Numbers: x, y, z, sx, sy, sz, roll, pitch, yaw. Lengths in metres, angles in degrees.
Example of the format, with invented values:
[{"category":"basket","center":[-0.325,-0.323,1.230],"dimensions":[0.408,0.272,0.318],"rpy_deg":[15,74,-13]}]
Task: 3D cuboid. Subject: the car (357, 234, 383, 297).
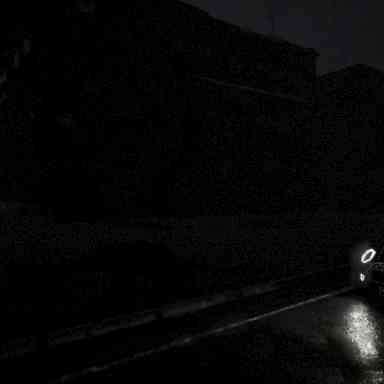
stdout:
[{"category":"car","center":[5.800,1.410,7.737],"dimensions":[4.553,1.767,2.097],"rpy_deg":[1,-1,-37]}]
